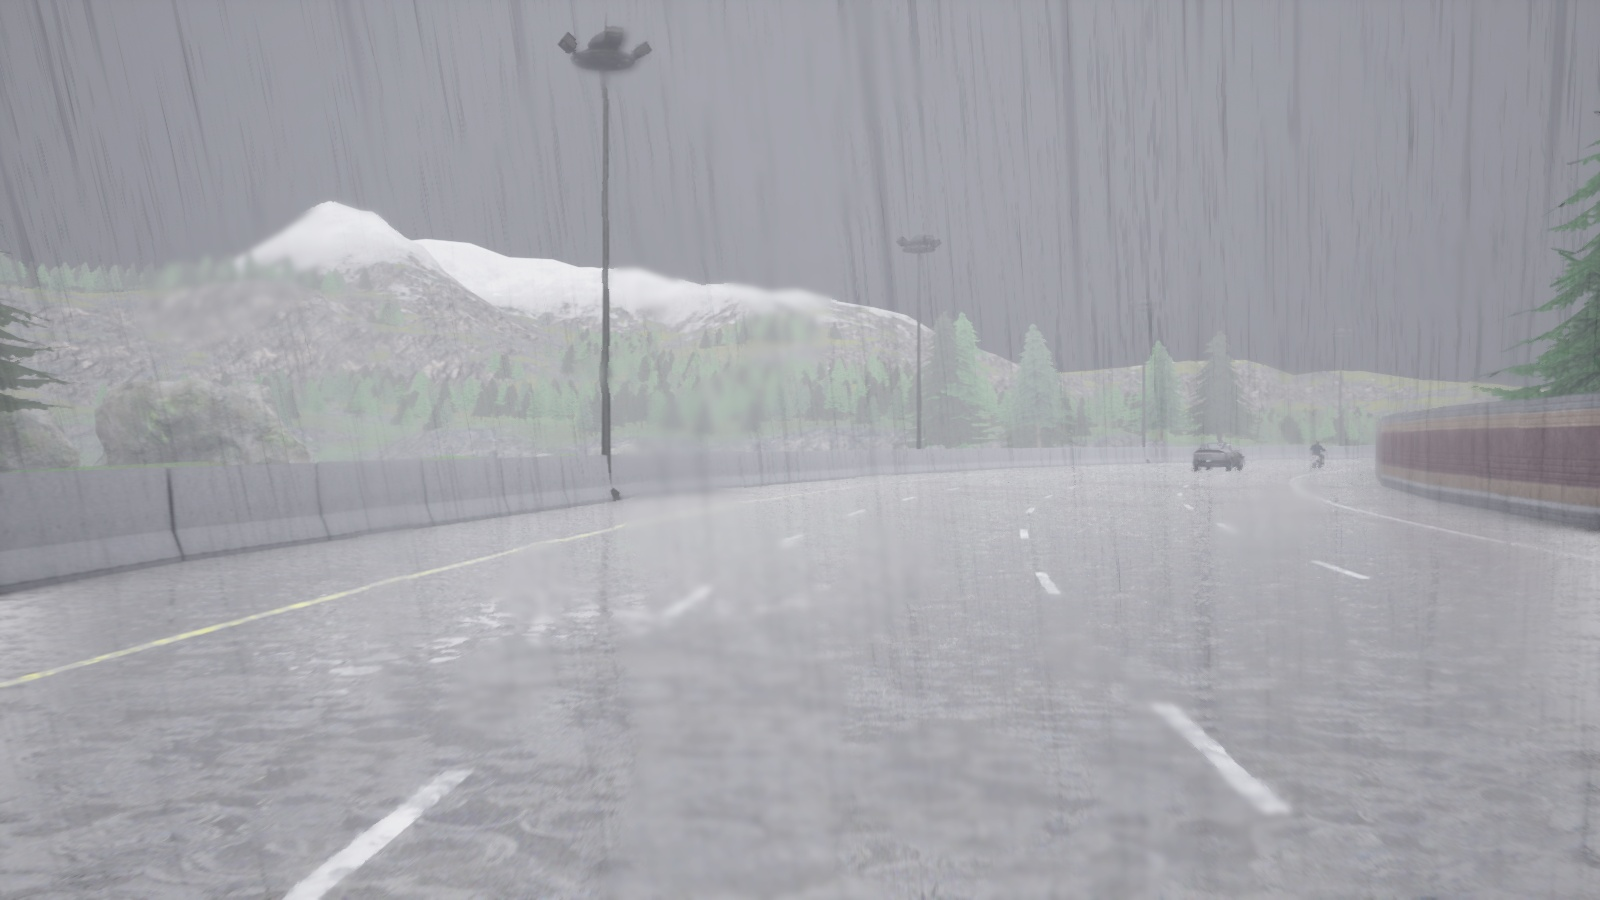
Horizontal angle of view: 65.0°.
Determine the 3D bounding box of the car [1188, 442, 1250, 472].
[{"bbox_3d":[21.949,0.358,65.722,2.128,1.511,4.902,0,0,30],"label":"car"}]
